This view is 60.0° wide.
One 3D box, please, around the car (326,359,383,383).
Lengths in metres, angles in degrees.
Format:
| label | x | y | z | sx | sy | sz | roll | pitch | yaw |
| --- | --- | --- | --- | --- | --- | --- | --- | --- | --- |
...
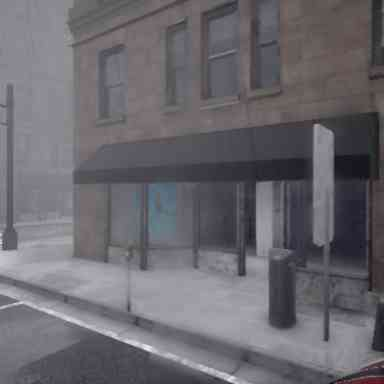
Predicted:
| label | x | y | z | sx | sy | sz | roll | pitch | yaw |
| --- | --- | --- | --- | --- | --- | --- | --- | --- | --- |
| car | 2.336 | 1.441 | 1.143 | 4.097 | 1.590 | 1.967 | 0 | 0 | 35 |
